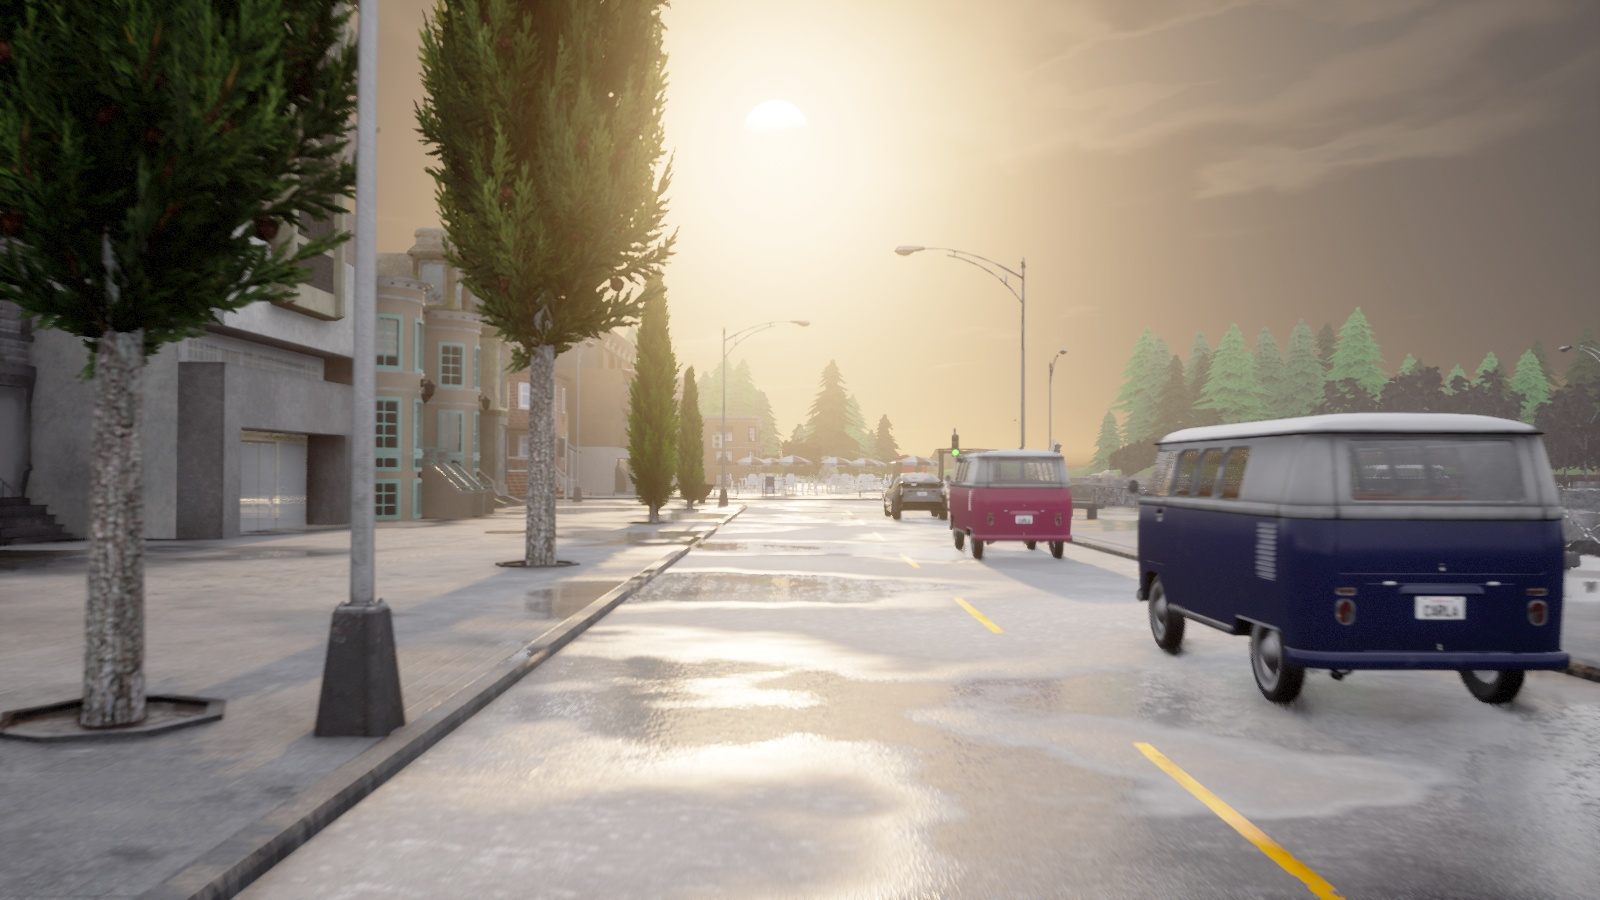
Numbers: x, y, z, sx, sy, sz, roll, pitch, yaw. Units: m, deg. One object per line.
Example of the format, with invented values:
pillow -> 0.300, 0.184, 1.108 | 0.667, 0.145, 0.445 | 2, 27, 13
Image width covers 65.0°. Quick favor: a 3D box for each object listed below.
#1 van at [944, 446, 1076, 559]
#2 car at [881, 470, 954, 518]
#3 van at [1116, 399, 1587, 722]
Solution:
van -> 3.935, 0.957, 24.231 | 1.775, 1.987, 4.442 | 0, -1, 0
car -> 3.893, 1.455, 42.358 | 2.007, 1.525, 4.514 | 0, -1, 0
van -> 3.972, 0.719, 10.002 | 1.775, 1.987, 4.442 | 0, -1, 0
